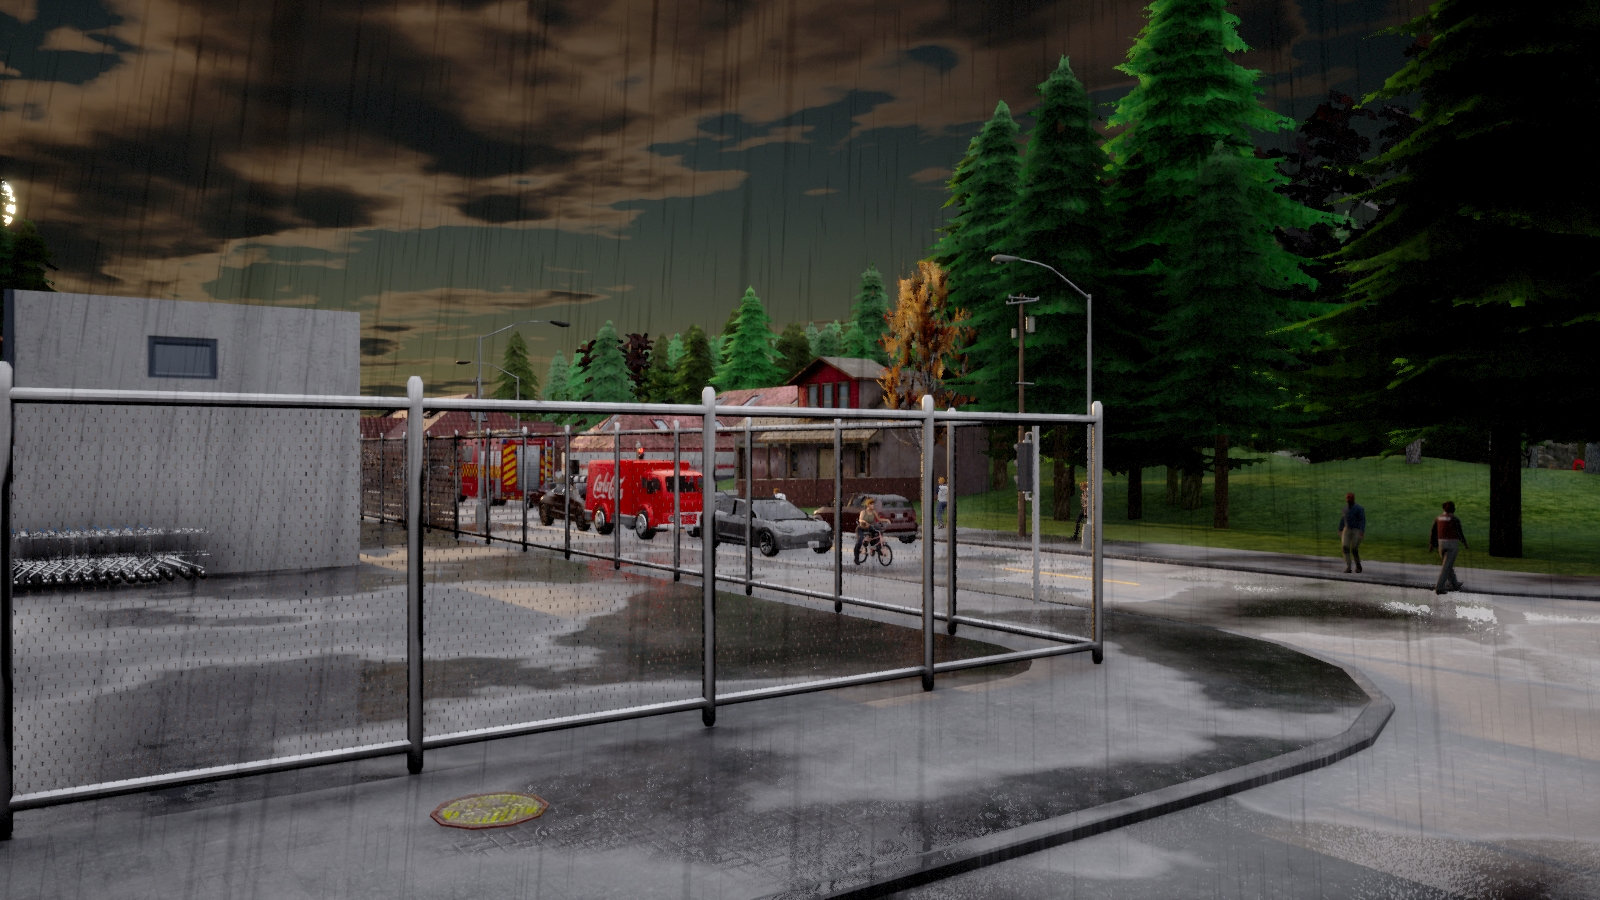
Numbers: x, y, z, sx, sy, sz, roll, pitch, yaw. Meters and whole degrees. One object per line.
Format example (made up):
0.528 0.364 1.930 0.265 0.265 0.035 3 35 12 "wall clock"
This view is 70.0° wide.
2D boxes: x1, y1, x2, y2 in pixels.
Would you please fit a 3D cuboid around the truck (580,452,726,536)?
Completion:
-4.910 1.337 37.383 2.627 2.467 5.204 0 0 -35 "truck"

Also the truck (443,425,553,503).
-16.070 0.667 60.303 2.891 3.827 8.468 0 0 -35 "truck"

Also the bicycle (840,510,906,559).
1.773 2.033 27.810 0.859 1.080 1.487 0 0 -35 "bicycle"

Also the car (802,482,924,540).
1.868 1.800 34.630 1.789 1.549 3.705 0 0 -35 "car"

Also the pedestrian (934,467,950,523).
4.768 1.520 38.341 0.375 1.860 0.375 0 0 -22 "pedestrian"

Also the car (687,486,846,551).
-1.029 1.840 31.812 2.163 1.488 4.792 0 0 -35 "car"

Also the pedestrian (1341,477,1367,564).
12.001 1.520 24.766 0.375 1.860 0.375 0 0 -38 "pedestrian"

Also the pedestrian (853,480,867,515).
2.278 1.801 43.407 0.375 1.300 0.375 0 0 -34 "pedestrian"

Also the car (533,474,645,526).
-7.756 1.772 41.538 2.152 1.651 5.027 0 0 -34 "car"

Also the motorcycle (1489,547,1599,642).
10.698 1.991 15.722 2.033 1.145 0.803 1 1 34 "motorcycle"

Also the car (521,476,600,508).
-11.268 1.931 53.453 1.895 1.301 4.718 0 0 -35 "car"

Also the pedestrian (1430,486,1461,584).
12.437 1.625 22.009 0.375 1.860 0.375 0 0 -27 "pedestrian"

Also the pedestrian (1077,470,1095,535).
8.352 1.522 33.376 0.375 1.860 0.375 0 0 -39 "pedestrian"
